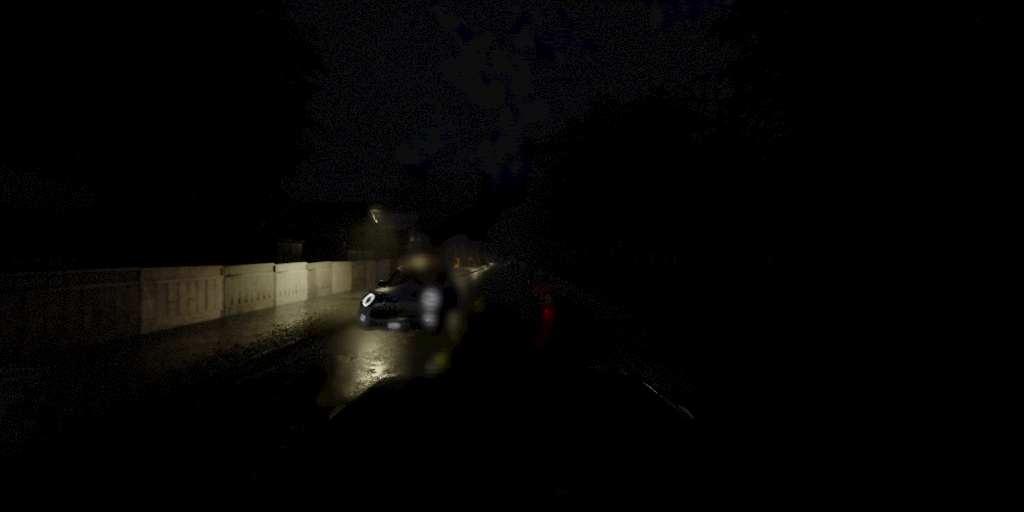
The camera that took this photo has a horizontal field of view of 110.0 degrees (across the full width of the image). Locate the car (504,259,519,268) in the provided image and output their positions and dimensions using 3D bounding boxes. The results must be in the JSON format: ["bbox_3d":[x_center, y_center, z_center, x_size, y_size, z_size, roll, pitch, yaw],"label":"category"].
[{"bbox_3d":[0.126,1.286,62.999,2.128,1.511,4.902,0,0,0],"label":"car"}]

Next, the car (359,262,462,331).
[{"bbox_3d":[-2.847,1.104,10.952,2.097,1.767,4.553,0,0,0],"label":"car"}]

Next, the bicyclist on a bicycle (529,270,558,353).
[{"bbox_3d":[0.757,1.204,7.881,0.582,1.620,1.656,0,0,0],"label":"bicyclist on a bicycle"}]

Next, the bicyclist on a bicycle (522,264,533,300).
[{"bbox_3d":[0.761,1.208,16.881,0.582,1.620,1.656,0,0,0],"label":"bicyclist on a bicycle"}]
